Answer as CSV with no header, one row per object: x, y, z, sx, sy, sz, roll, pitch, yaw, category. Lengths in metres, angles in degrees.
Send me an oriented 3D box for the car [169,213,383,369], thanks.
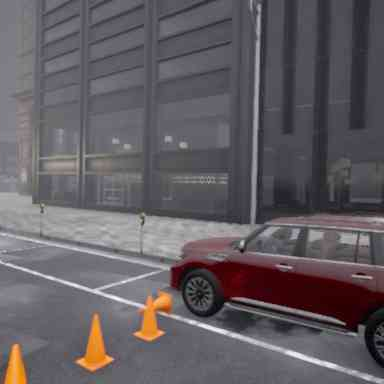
1.979,1.281,5.557,5.009,1.841,2.192,2,1,36,car

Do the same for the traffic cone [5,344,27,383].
-1.814,1.866,3.426,0.340,0.580,0.340,2,1,36,traffic cone

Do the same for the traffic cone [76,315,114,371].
-1.232,1.868,4.239,0.340,0.580,0.340,2,1,36,traffic cone

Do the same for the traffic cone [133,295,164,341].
-0.649,1.869,5.051,0.340,0.580,0.340,2,1,36,traffic cone
